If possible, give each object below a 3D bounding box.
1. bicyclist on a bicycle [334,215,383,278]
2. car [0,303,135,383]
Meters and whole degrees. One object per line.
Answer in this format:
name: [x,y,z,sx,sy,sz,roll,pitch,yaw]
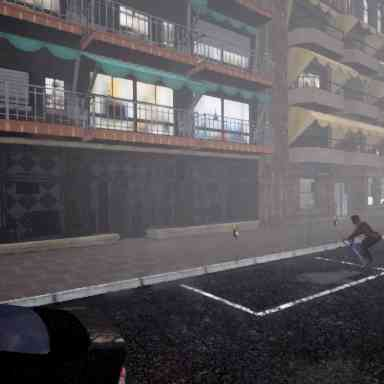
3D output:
bicyclist on a bicycle: [4.638,1.453,9.069,0.582,1.620,1.656,0,-2,-37]
car: [-2.659,1.491,1.576,4.902,1.511,2.128,0,0,-33]
